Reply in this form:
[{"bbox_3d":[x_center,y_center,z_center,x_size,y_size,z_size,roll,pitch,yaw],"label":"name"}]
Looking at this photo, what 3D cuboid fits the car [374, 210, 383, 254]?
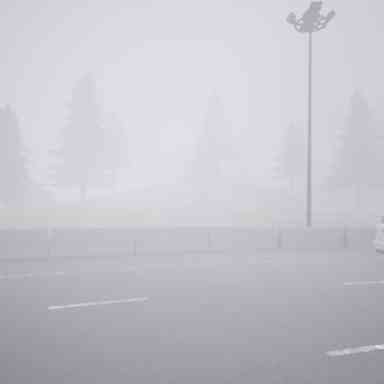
[{"bbox_3d":[9.211,1.538,11.395,5.566,2.045,2.150,0,-2,-6],"label":"car"}]
